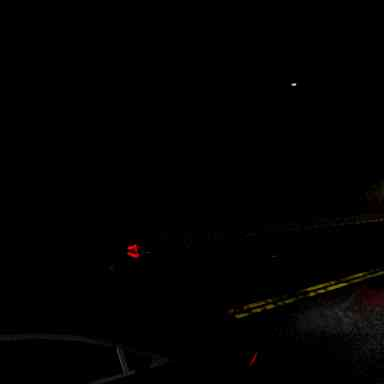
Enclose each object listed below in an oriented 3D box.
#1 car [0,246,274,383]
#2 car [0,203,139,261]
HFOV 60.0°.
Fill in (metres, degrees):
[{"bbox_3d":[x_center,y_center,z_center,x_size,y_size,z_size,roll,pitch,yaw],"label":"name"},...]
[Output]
[{"bbox_3d":[-1.448,1.492,2.430,4.902,1.511,2.128,0,0,-36],"label":"car"},{"bbox_3d":[-3.502,1.221,5.197,5.566,2.045,2.150,0,0,-36],"label":"car"}]
